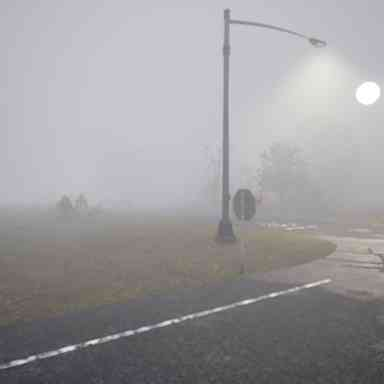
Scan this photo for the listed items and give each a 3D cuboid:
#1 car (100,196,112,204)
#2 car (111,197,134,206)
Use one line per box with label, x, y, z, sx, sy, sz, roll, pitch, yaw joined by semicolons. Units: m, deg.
car;-15.566;1.484;61.480;1.812;1.442;4.674;0;0;-34
car;-11.295;1.497;55.184;1.812;1.442;4.674;0;0;-33
